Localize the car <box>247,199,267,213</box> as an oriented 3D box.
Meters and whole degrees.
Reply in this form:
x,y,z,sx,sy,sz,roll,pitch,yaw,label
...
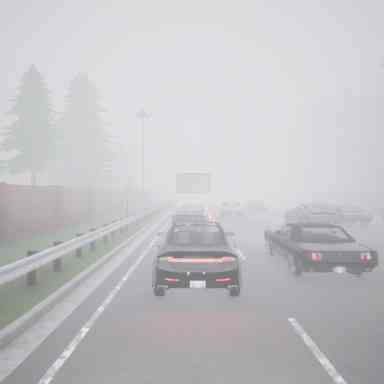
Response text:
x,y,z,sx,sy,sz,roll,pitch,yaw,label
7.125,1.547,37.810,2.033,1.411,5.357,0,0,0,car

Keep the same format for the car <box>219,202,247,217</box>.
x,y,z,sx,sy,sz,roll,pitch,yaw,label
3.620,1.601,31.325,1.895,1.301,4.718,0,0,0,car

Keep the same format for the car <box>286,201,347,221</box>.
x,y,z,sx,sy,sz,roll,pitch,yaw,label
7.113,1.491,20.321,2.128,1.511,4.902,0,0,0,car

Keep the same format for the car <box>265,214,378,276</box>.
x,y,z,sx,sy,sz,roll,pitch,yaw,label
3.607,1.601,10.332,1.895,1.301,4.718,0,0,0,car

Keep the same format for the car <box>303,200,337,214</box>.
x,y,z,sx,sy,sz,roll,pitch,yaw,label
14.124,1.600,37.028,1.895,1.301,4.718,0,0,0,car

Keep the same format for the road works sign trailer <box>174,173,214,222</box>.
x,y,z,sx,sy,sz,roll,pitch,yaw,label
0.078,0.464,22.936,2.380,3.560,2.880,0,0,-1,road works sign trailer

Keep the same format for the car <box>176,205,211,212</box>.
x,y,z,sx,sy,sz,roll,pitch,yaw,label
0.015,1.474,19.018,1.882,1.535,5.008,0,0,6,car

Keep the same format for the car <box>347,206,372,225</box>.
x,y,z,sx,sy,sz,roll,pitch,yaw,label
10.615,1.601,23.526,1.895,1.301,4.718,0,0,0,car

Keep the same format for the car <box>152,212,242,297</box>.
x,y,z,sx,sy,sz,roll,pitch,yaw,label
0.106,1.491,8.571,2.128,1.511,4.902,0,0,0,car
